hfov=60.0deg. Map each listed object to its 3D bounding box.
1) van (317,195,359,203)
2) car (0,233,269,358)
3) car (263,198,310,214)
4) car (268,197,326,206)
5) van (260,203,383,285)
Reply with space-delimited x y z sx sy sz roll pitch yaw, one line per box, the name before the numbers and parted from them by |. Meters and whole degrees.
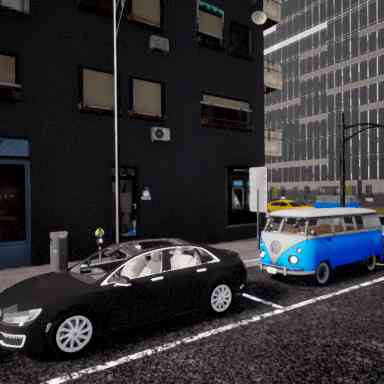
van | 12.832 1.201 29.774 1.690 1.788 3.998 -1 1 -35
car | -0.961 1.550 5.884 4.403 1.369 2.008 0 -1 -35
car | 9.655 1.400 34.292 1.947 1.339 4.313 -1 1 -35
car | 7.808 1.416 26.845 1.882 1.535 5.008 -1 1 -35
van | 3.599 1.339 9.137 3.998 1.788 1.690 0 -1 -35
